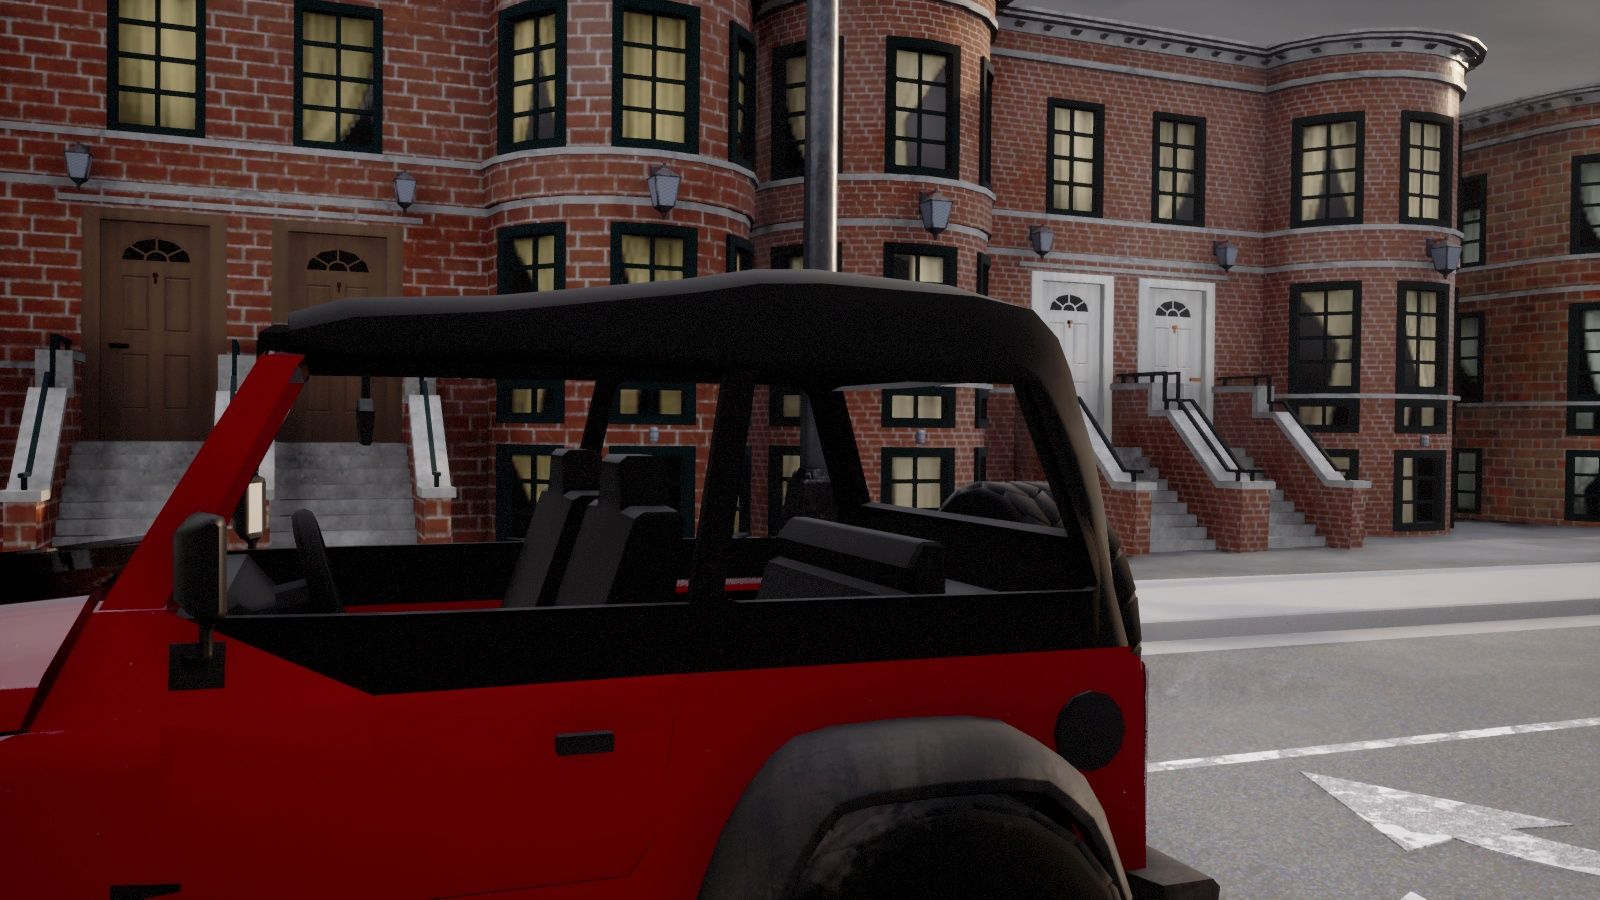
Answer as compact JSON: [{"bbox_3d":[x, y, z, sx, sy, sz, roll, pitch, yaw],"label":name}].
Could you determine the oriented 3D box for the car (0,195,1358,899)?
[{"bbox_3d":[-0.955,0.557,2.881,3.866,1.878,1.905,-1,1,-21],"label":"car"}]
